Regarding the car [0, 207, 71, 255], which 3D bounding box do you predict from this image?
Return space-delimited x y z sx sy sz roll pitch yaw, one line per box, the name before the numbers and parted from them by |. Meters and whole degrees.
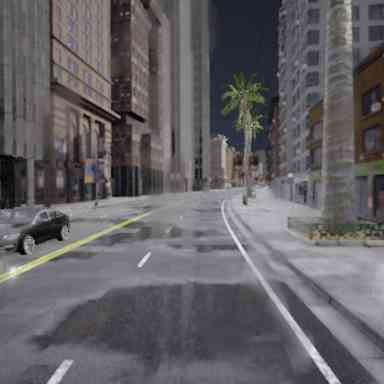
car | -6.348 1.379 12.808 2.128 1.511 4.902 0 1 3
